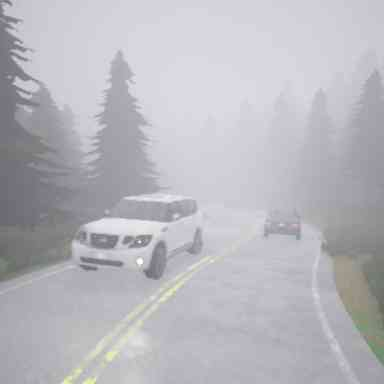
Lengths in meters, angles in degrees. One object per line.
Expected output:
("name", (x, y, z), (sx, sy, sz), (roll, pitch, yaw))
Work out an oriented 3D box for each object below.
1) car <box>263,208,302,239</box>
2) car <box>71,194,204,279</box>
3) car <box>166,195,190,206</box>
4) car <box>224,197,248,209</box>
("car", (4.875, 1.572, 17.919), (2.033, 1.411, 5.357), (2, 1, 16))
("car", (-1.245, 1.108, 10.282), (2.150, 2.045, 5.566), (2, 1, 18))
("car", (-2.207, 1.330, 52.024), (1.882, 1.535, 5.008), (-2, 1, -25))
("car", (5.357, 1.313, 41.174), (2.128, 1.511, 4.902), (-1, 1, -12))
